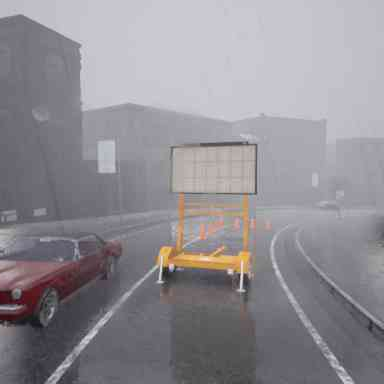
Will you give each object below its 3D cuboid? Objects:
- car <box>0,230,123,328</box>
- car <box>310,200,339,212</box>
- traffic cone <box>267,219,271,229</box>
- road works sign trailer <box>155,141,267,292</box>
[{"bbox_3d":[-3.076,1.569,7.116,1.895,1.301,4.718,0,0,6],"label":"car"},{"bbox_3d":[17.582,1.788,43.924,4.674,1.442,1.812,2,2,-36],"label":"car"},{"bbox_3d":[4.833,2.015,21.040,0.340,0.580,0.340,2,0,14],"label":"traffic cone"},{"bbox_3d":[0.607,0.457,9.147,2.380,3.560,2.880,1,0,18],"label":"road works sign trailer"}]
